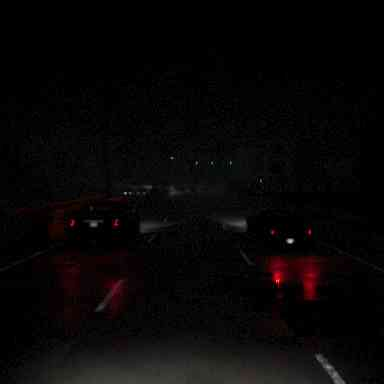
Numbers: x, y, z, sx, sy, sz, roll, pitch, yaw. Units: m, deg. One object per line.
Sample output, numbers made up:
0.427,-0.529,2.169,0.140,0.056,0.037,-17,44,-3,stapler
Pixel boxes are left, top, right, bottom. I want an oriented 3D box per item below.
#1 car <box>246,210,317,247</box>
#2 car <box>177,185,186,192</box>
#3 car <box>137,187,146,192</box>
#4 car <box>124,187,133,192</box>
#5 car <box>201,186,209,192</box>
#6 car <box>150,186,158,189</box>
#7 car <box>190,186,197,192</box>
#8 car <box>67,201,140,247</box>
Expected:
3.497,1.388,14.004,1.895,1.301,4.718,0,2,0,car
-3.140,-0.776,92.388,1.837,1.490,4.892,0,2,0,car
-13.650,-0.709,90.166,1.837,1.490,4.892,0,2,0,car
-17.150,-0.657,90.184,1.994,1.385,4.181,0,2,0,car
3.858,-0.742,91.940,2.033,1.411,5.357,0,2,0,car
-10.150,-0.854,90.176,2.097,1.767,4.553,0,2,0,car
0.358,-0.782,91.955,1.837,1.490,4.892,0,2,0,car
-3.502,1.137,14.005,2.097,1.767,4.553,0,1,0,car
